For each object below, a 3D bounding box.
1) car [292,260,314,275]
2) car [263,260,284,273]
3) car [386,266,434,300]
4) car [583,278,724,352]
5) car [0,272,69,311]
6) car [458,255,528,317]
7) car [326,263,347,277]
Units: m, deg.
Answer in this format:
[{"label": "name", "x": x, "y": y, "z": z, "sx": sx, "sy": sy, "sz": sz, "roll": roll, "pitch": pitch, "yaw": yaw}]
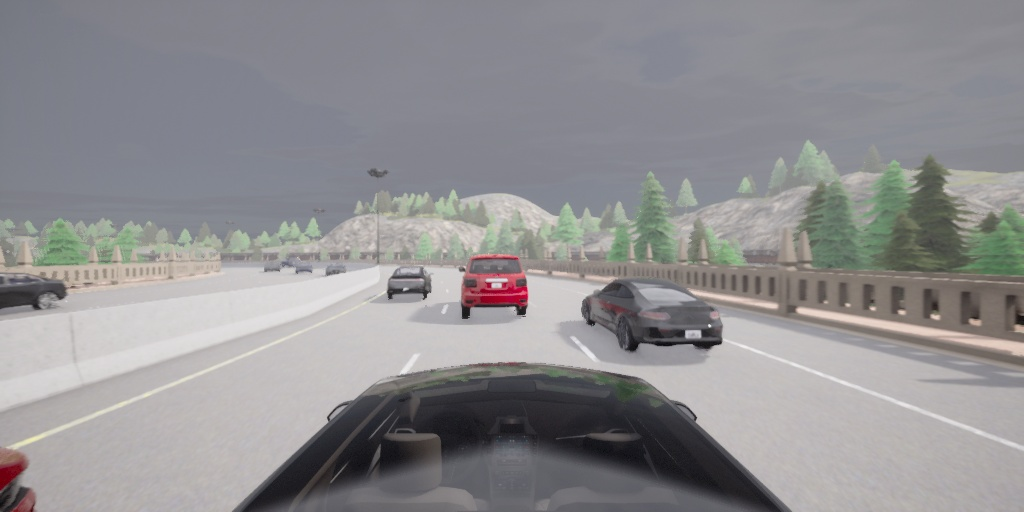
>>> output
[{"label": "car", "x": -25.812, "y": 1.531, "z": 44.652, "sx": 2.033, "sy": 1.411, "sz": 5.357, "roll": 0, "pitch": 0, "yaw": -29}, {"label": "car", "x": -33.871, "y": 1.587, "z": 50.705, "sx": 1.837, "sy": 1.490, "sz": 4.892, "roll": 0, "pitch": 0, "yaw": -35}, {"label": "car", "x": -5.079, "y": 1.272, "z": 18.130, "sx": 2.128, "sy": 1.511, "sz": 4.902, "roll": 0, "pitch": 0, "yaw": -10}, {"label": "car", "x": 3.129, "y": 1.262, "z": 8.826, "sx": 1.812, "sy": 1.442, "sz": 4.674, "roll": 0, "pitch": 0, "yaw": -4}, {"label": "car", "x": -18.476, "y": 1.330, "z": 12.249, "sx": 2.128, "sy": 1.511, "sz": 4.902, "roll": 0, "pitch": 0, "yaw": -9}, {"label": "car", "x": -0.788, "y": 0.977, "z": 13.385, "sx": 2.150, "sy": 2.045, "sz": 5.566, "roll": 0, "pitch": 0, "yaw": -7}, {"label": "car", "x": -19.141, "y": 1.476, "z": 39.167, "sx": 1.994, "sy": 1.385, "sz": 4.181, "roll": 0, "pitch": 0, "yaw": -25}]
